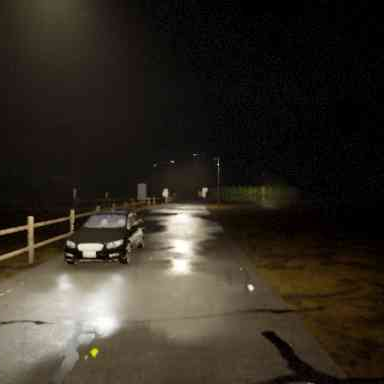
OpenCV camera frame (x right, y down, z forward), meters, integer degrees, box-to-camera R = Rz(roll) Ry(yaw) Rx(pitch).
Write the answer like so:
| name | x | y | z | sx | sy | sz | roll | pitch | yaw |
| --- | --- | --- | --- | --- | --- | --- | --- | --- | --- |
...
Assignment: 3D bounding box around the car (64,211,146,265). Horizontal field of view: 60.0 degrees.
| name | x | y | z | sx | sy | sz | roll | pitch | yaw |
| --- | --- | --- | --- | --- | --- | --- | --- | --- | --- |
| car | -2.806 | 1.448 | 11.628 | 2.128 | 1.511 | 4.902 | 0 | 0 | 1 |
